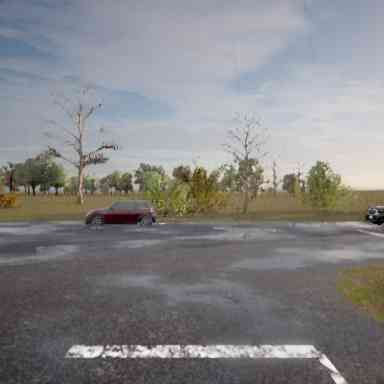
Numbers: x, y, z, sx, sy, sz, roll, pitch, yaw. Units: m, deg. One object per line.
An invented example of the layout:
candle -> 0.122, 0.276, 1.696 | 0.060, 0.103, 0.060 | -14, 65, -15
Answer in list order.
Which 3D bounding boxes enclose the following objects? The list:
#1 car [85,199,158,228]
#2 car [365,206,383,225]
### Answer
car -> -4.506, 1.320, 21.576 | 4.553, 1.767, 2.097 | 0, 0, -1
car -> 14.573, 1.297, 22.033 | 5.566, 2.045, 2.150 | 0, 0, -2
